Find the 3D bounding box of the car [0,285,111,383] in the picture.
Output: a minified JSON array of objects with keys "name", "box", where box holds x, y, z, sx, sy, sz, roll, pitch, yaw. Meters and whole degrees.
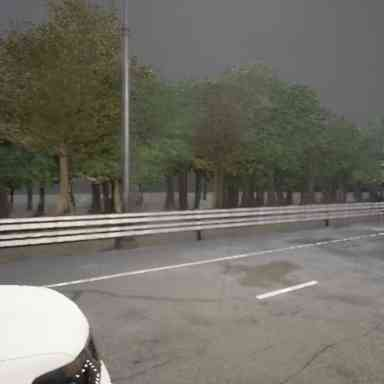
[{"name":"car","box":[-3.171,1.230,1.489,5.566,2.045,2.150,0,0,-35]}]
